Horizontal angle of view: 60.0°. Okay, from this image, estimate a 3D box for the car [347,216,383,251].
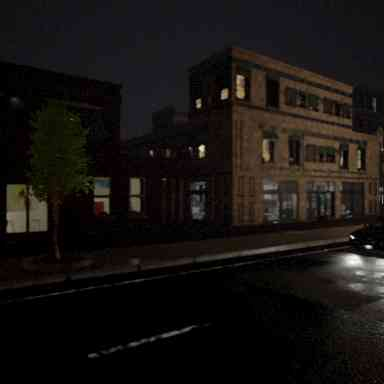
[{"bbox_3d":[8.707,1.669,13.882,5.357,1.411,2.033,1,0,-35],"label":"car"}]
